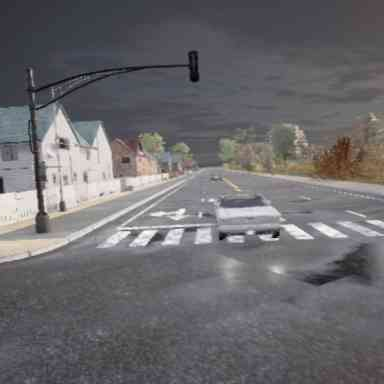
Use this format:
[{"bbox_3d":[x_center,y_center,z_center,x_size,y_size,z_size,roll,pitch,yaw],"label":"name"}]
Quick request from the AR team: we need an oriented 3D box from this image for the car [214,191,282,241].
[{"bbox_3d":[1.736,0.684,11.541,1.895,1.301,4.718,-3,4,3],"label":"car"}]

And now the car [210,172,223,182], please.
[{"bbox_3d":[3.910,-2.512,54.431,2.128,1.511,4.902,-3,4,3],"label":"car"}]
